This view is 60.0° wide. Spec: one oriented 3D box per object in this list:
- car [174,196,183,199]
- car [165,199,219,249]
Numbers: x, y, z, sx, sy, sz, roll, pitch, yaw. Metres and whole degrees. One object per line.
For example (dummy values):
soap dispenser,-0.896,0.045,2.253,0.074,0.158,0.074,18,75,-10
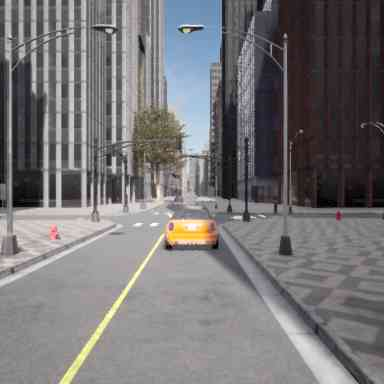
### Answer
car,-2.999,1.592,74.424,1.994,1.385,4.181,0,0,0
car,0.000,1.374,14.621,2.097,1.767,4.553,0,0,0
